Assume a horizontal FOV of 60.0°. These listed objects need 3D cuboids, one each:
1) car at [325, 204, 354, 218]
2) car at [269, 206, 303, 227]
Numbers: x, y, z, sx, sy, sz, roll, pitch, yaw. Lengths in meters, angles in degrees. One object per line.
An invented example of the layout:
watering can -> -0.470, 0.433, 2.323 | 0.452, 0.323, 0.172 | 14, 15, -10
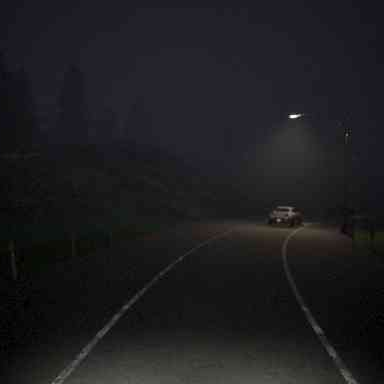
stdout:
car -> 17.203, 2.195, 38.585 | 4.902, 1.511, 2.128 | 3, 1, -45
car -> 7.334, 1.838, 25.851 | 1.812, 1.442, 4.674 | 2, 0, 29
